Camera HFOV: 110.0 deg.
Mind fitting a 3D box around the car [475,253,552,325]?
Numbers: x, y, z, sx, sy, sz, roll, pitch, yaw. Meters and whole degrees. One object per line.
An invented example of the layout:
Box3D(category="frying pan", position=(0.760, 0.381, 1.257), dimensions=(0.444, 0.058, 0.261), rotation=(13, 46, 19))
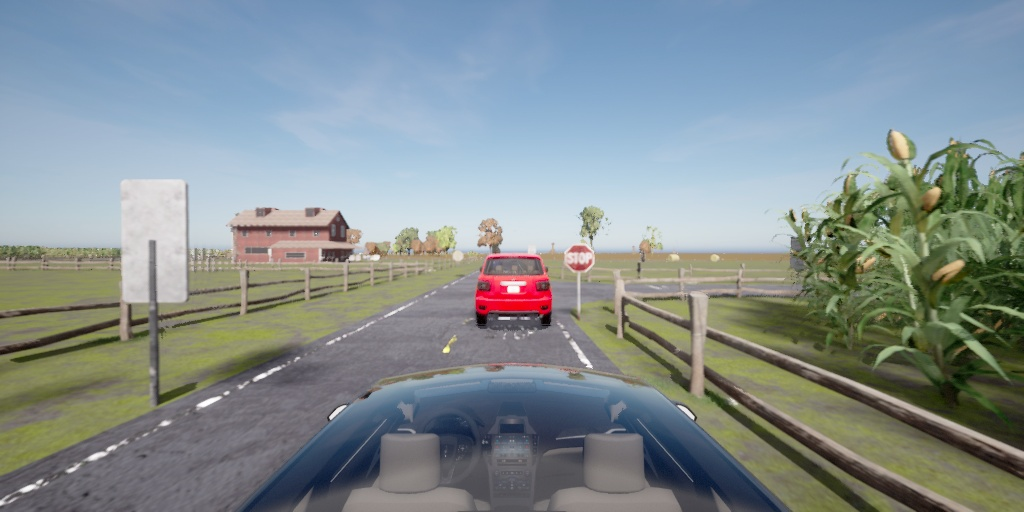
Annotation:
Box3D(category="car", position=(0.061, 0.940, 11.866), dimensions=(2.150, 2.045, 5.566), rotation=(0, 0, 0))

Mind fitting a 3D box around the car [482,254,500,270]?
Box3D(category="car", position=(-2.816, 0.806, 48.674), dimensions=(2.150, 2.045, 5.566), rotation=(0, 0, 0))

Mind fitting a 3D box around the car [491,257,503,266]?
Box3D(category="car", position=(-2.755, 0.989, 65.306), dimensions=(1.882, 1.535, 5.008), rotation=(0, 0, 1))

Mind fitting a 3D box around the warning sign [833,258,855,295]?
Box3D(category="warning sign", position=(15.873, 0.923, 17.549), dimensions=(1.060, 1.860, 1.300), rotation=(0, 0, 0))
